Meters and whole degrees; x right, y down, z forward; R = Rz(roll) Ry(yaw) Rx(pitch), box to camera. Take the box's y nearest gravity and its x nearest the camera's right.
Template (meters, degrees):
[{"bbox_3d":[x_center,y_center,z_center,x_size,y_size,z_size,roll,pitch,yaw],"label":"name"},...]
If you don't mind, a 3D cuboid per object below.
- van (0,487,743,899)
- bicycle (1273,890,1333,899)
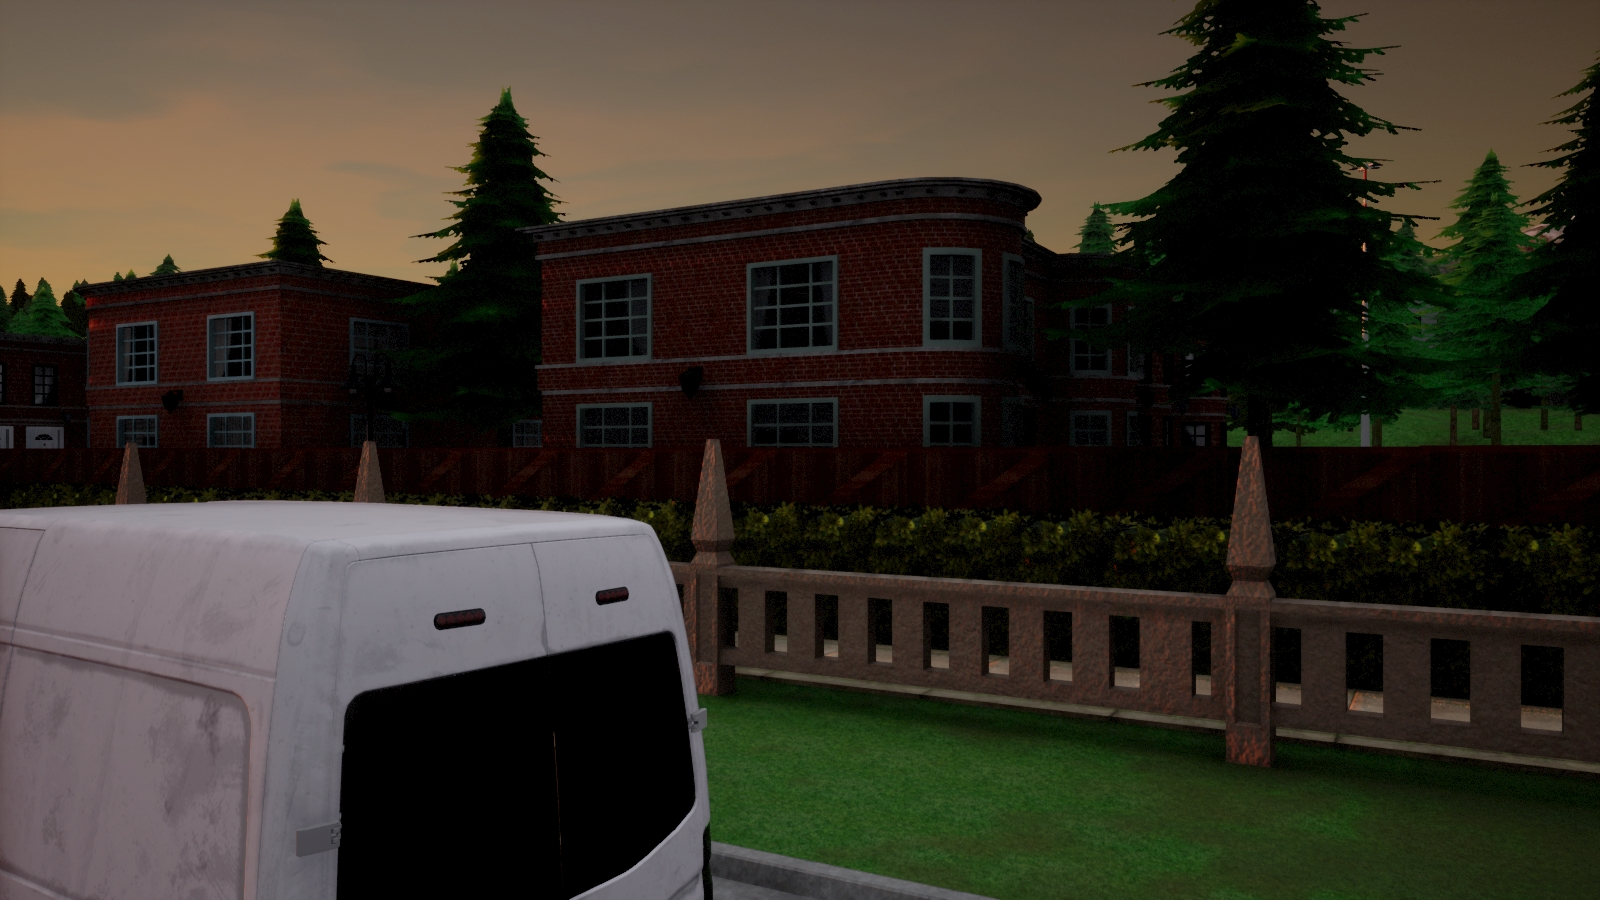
[{"bbox_3d":[-3.240,1.534,5.467,5.915,2.561,1.988,0,0,34],"label":"van"},{"bbox_3d":[2.143,2.060,2.830,1.835,1.471,0.329,0,0,30],"label":"bicycle"}]
